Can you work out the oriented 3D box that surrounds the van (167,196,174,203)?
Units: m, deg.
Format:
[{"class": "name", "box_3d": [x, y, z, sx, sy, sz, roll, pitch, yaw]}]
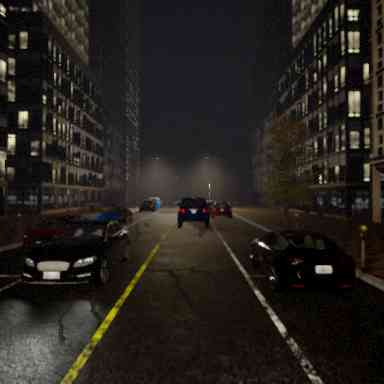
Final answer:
[{"class": "van", "box_3d": [-5.626, 1.991, 88.596, 1.690, 1.788, 3.998, 0, 0, 0]}]

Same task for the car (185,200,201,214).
[{"class": "car", "box_3d": [0.127, 1.818, 41.580, 1.837, 1.490, 4.892, 0, -1, 0]}]

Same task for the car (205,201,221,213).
[{"class": "car", "box_3d": [2.723, 1.906, 43.038, 1.802, 1.307, 4.206, 0, 0, 0]}]

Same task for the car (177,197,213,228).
[{"class": "car", "box_3d": [0.115, 1.403, 24.046, 2.150, 2.045, 5.566, 0, -1, 0]}]

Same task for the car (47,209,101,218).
[{"class": "car", "box_3d": [-5.677, 1.659, 14.598, 1.887, 1.381, 4.507, 0, 0, 0]}]

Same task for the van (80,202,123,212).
[{"class": "van", "box_3d": [-5.672, 1.498, 20.292, 1.690, 1.788, 3.998, 0, 0, 0]}]

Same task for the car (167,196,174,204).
[{"class": "car", "box_3d": [-5.635, 2.094, 77.040, 1.752, 1.417, 4.829, 0, 0, 0]}]

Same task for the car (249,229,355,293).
[{"class": "car", "box_3d": [2.700, 1.636, 8.887, 1.947, 1.339, 4.313, 0, 0, 0]}]

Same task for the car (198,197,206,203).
[{"class": "car", "box_3d": [2.757, 2.239, 94.264, 2.008, 1.369, 4.403, 0, 0, 0]}]

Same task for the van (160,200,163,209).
[{"class": "van", "box_3d": [-5.652, 1.708, 48.752, 1.690, 1.788, 3.998, 0, 0, 0]}]

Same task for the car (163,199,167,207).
[{"class": "car", "box_3d": [-5.650, 1.974, 54.443, 1.947, 1.339, 4.313, 0, 0, 0]}]

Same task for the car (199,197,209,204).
[{"class": "car", "box_3d": [2.747, 2.009, 77.189, 1.967, 1.590, 4.097, 0, 0, 0]}]

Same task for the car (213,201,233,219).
[{"class": "car", "box_3d": [2.716, 1.681, 31.655, 1.967, 1.590, 4.097, 0, 0, 0]}]

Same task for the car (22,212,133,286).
[{"class": "car", "box_3d": [-3.031, 1.568, 9.685, 2.128, 1.511, 4.902, 0, -1, 1]}]

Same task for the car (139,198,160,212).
[{"class": "car", "box_3d": [-5.657, 1.766, 43.058, 1.967, 1.590, 4.097, 0, 0, 0]}]

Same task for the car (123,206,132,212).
[{"class": "car", "box_3d": [-5.669, 1.782, 25.982, 1.802, 1.307, 4.206, 0, 0, 0]}]

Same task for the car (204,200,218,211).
[{"class": "car", "box_3d": [2.727, 1.892, 48.900, 1.752, 1.417, 4.829, 0, 0, 0]}]
